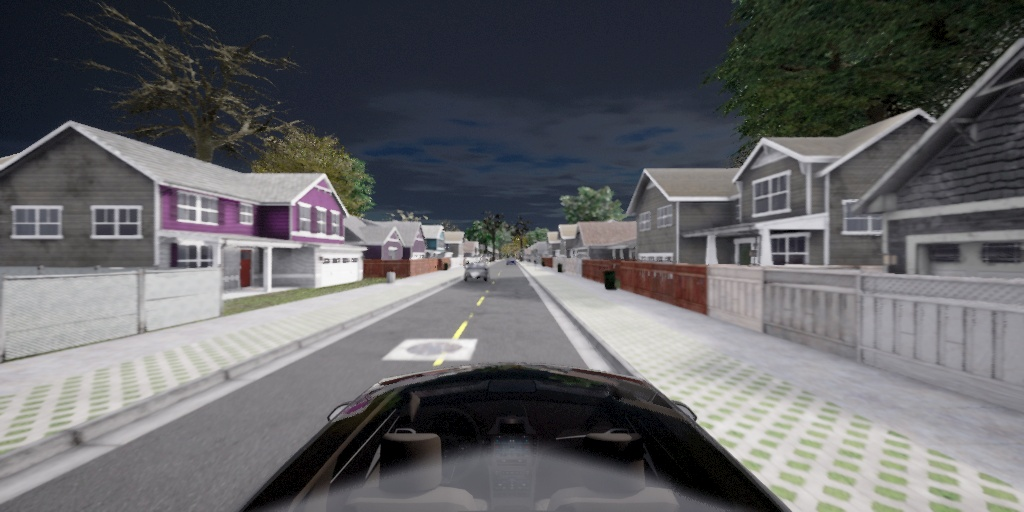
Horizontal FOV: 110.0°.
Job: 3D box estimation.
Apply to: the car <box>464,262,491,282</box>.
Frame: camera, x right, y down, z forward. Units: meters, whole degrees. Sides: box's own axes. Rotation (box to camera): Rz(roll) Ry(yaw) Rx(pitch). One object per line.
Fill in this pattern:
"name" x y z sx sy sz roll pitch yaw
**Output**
"car" -2.794 1.247 29.329 2.128 1.511 4.902 0 0 0
